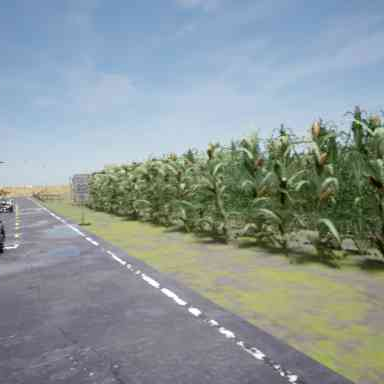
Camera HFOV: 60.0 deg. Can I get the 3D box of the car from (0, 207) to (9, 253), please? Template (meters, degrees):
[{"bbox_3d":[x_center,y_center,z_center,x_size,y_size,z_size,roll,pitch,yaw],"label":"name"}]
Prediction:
[{"bbox_3d":[-8.284,1.568,12.688,1.994,1.385,4.181,-3,2,-28],"label":"car"}]

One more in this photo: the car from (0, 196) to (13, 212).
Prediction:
[{"bbox_3d":[-19.854,1.210,34.675,2.097,1.767,4.553,-3,2,-28],"label":"car"}]
